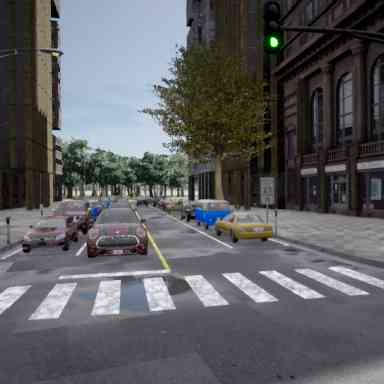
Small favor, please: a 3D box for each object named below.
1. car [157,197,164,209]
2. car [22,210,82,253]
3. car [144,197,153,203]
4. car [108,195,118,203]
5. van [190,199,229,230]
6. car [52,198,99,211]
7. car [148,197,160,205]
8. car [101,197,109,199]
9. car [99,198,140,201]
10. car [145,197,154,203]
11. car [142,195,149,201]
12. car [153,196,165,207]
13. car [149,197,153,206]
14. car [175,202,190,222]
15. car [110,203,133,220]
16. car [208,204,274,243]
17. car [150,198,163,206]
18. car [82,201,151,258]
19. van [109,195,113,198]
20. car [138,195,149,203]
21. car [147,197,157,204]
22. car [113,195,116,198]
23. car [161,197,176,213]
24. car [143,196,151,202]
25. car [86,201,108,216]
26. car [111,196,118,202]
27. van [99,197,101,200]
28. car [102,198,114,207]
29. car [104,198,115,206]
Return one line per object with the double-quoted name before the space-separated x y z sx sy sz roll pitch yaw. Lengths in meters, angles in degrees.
"car" -3.173 1.709 43.942 1.887 1.381 4.507 -1 0 -11
"car" -5.977 1.703 14.417 1.802 1.307 4.206 -1 0 -11
"car" -10.948 1.890 82.928 1.947 1.339 4.313 -1 0 -11
"car" -19.313 1.735 81.257 2.192 1.841 5.009 -1 0 -11
"van" 1.265 1.398 21.664 1.690 1.788 3.998 -1 0 -11
"car" -7.094 1.467 19.988 2.192 1.841 5.009 -1 0 -11
"car" -7.616 1.809 66.219 2.008 1.369 4.403 -1 0 -11
"car" -9.315 1.524 31.128 2.192 1.841 5.009 -1 0 -11
"car" -4.756 1.482 21.944 2.097 1.767 4.553 -1 0 -11
"car" -9.872 1.829 77.525 1.752 1.417 4.829 -1 0 -11
"car" -13.172 1.807 94.066 1.967 1.590 4.097 -1 0 -11
"car" -4.284 1.739 49.511 2.008 1.369 4.403 -1 0 -11
"car" -5.399 1.527 55.081 2.192 1.841 5.009 -1 0 -11
"car" 0.160 1.652 27.233 1.947 1.339 4.313 -1 0 -11
"car" -6.525 1.776 30.839 1.895 1.301 4.718 -1 0 -11
"car" 2.347 1.552 16.260 1.752 1.417 4.829 -1 0 -11
"car" -6.505 1.786 60.650 2.008 1.369 4.403 -1 0 -11
"car" -2.979 1.433 13.313 2.097 1.767 4.553 -1 0 -13
"van" -12.647 1.625 47.838 1.690 1.788 3.998 -1 0 -11
"car" -8.847 1.764 58.812 1.837 1.490 4.892 -1 0 -11
"car" -8.726 1.863 71.789 1.802 1.307 4.206 -1 0 -11
"car" -13.756 1.747 53.408 1.967 1.590 4.097 -1 0 -11
"car" -2.096 1.666 38.539 1.752 1.417 4.829 -1 0 -11
"car" -12.093 1.872 88.663 1.752 1.417 4.829 -1 0 -11
"car" -10.421 1.786 36.698 2.008 1.369 4.403 -1 0 -11
"car" -21.497 1.987 92.229 1.752 1.417 4.829 -1 0 -11
"van" -8.204 1.523 25.558 1.690 1.788 3.998 -1 0 -11
"car" -14.864 1.875 58.977 1.887 1.381 4.507 -1 0 -11
"car" -15.974 1.935 64.547 1.802 1.307 4.206 -1 0 -11
